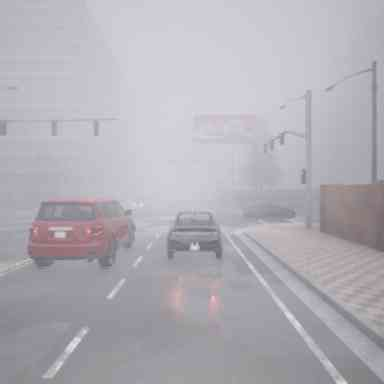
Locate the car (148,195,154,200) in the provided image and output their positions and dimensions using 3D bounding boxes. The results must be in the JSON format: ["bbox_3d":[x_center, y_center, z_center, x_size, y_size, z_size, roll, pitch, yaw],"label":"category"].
[{"bbox_3d":[-10.382,1.438,81.283,1.895,1.301,4.718,0,0,0],"label":"car"}]

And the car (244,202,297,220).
[{"bbox_3d":[6.320,1.512,27.046,4.181,1.385,1.994,0,0,-15],"label":"car"}]

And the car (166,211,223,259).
[{"bbox_3d":[0.096,1.468,12.459,2.128,1.511,4.902,0,0,0],"label":"car"}]

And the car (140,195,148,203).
[{"bbox_3d":[-10.409,1.473,65.468,1.895,1.301,4.718,0,0,0],"label":"car"}]

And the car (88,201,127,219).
[{"bbox_3d":[-7.553,1.507,29.464,1.994,1.385,4.181,0,0,-35],"label":"car"}]

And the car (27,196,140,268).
[{"bbox_3d":[-3.412,1.199,11.318,2.150,2.045,5.566,0,0,0],"label":"car"}]
